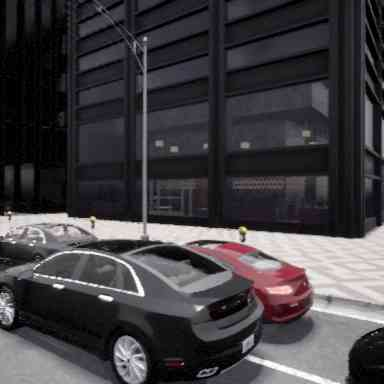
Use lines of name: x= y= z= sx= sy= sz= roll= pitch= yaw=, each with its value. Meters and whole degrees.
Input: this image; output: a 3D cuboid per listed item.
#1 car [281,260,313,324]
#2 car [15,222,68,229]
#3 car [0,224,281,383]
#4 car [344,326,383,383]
car: x=0.154 y=1.601 z=6.538 sx=4.206 sy=1.307 sz=1.802 roll=0 pitch=0 yaw=36
car: x=-4.428 y=1.577 z=9.821 sx=4.403 sy=1.369 sz=2.008 roll=0 pitch=0 yaw=36
car: x=-1.317 y=1.521 z=5.303 sx=4.892 sy=1.490 sz=1.837 roll=0 pitch=0 yaw=36
car: x=3.512 y=1.486 z=1.703 sx=5.008 sy=1.535 sz=1.882 roll=0 pitch=0 yaw=34
